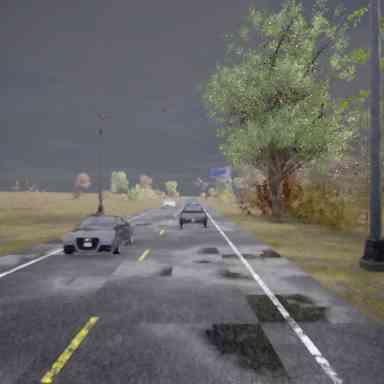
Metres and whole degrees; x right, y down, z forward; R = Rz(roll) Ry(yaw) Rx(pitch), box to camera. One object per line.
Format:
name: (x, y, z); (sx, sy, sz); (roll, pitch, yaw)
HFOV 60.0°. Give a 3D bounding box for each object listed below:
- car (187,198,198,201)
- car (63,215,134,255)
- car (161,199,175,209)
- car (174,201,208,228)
car: (0.077, 1.589, 41.893); (2.097, 1.767, 4.553); (0, 0, 0)
car: (-3.607, 1.639, 13.482); (1.994, 1.385, 4.181); (0, 0, 0)
car: (-3.601, 1.823, 52.213); (1.812, 1.442, 4.674); (0, 0, 0)
car: (0.088, 1.624, 23.546); (2.128, 1.511, 4.902); (0, 0, 0)
